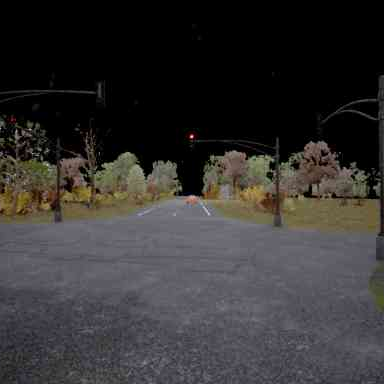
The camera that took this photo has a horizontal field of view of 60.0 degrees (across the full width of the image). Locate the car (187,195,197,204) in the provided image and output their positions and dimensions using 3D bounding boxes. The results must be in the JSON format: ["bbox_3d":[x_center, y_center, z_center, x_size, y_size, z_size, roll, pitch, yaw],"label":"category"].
[{"bbox_3d":[0.018,1.424,68.007,2.097,1.767,4.553,0,0,0],"label":"car"}]

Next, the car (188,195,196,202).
[{"bbox_3d":[0.020,1.449,78.042,1.812,1.442,4.674,0,0,0],"label":"car"}]
